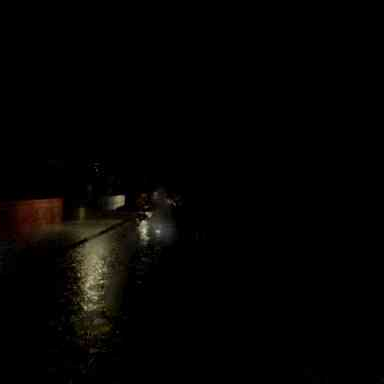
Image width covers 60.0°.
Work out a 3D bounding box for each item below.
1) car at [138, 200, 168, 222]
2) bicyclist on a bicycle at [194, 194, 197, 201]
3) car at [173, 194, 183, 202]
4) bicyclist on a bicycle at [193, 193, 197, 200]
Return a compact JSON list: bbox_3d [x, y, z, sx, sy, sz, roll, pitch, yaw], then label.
[{"bbox_3d":[-2.853,1.372,25.077,2.128,1.511,4.902,0,0,0],"label":"car"},{"bbox_3d":[0.745,1.174,70.307,0.582,1.620,1.656,0,0,0],"label":"bicyclist on a bicycle"},{"bbox_3d":[-2.771,1.235,66.230,2.128,1.511,4.902,0,0,0],"label":"car"},{"bbox_3d":[0.738,1.135,79.305,0.866,1.612,1.509,0,0,0],"label":"bicyclist on a bicycle"}]
